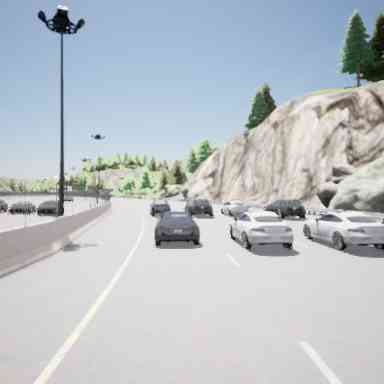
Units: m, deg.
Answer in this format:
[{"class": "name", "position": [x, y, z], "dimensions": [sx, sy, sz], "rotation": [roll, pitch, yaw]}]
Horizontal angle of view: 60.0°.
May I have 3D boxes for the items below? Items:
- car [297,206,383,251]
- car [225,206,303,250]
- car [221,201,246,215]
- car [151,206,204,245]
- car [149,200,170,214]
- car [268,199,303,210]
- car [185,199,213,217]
[{"class": "car", "position": [6.407, 1.539, 14.146], "dimensions": [1.812, 1.442, 4.674], "rotation": [0, 0, -4]}, {"class": "car", "position": [2.876, 1.547, 14.414], "dimensions": [1.812, 1.442, 4.674], "rotation": [0, 0, -5]}, {"class": "car", "position": [4.110, 1.578, 32.109], "dimensions": [1.812, 1.442, 4.674], "rotation": [0, 0, -10]}, {"class": "car", "position": [-0.769, 1.596, 15.793], "dimensions": [1.994, 1.385, 4.181], "rotation": [0, 0, -5]}, {"class": "car", "position": [-3.244, 1.562, 33.457], "dimensions": [2.128, 1.511, 4.902], "rotation": [0, 0, -10]}, {"class": "car", "position": [8.110, 1.391, 29.358], "dimensions": [2.097, 1.767, 4.553], "rotation": [0, 0, -8]}, {"class": "car", "position": [0.573, 1.412, 31.951], "dimensions": [2.097, 1.767, 4.553], "rotation": [0, 0, -10]}]
